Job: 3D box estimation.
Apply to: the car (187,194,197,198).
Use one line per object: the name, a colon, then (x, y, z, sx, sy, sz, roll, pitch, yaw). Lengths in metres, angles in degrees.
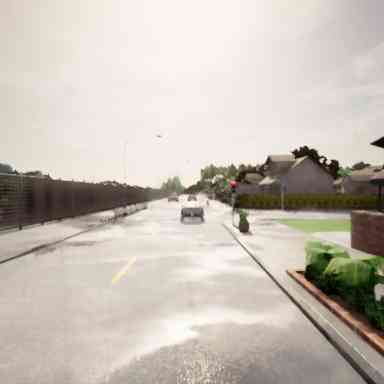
car: (0.002, 1.350, 77.838, 2.097, 1.767, 4.553, 0, 0, 0)

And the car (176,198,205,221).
car: (0.046, 1.528, 27.725, 2.128, 1.511, 4.902, 0, 0, 1)

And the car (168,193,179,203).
car: (-4.000, 1.319, 71.702, 2.150, 2.045, 5.566, 0, 0, 0)
